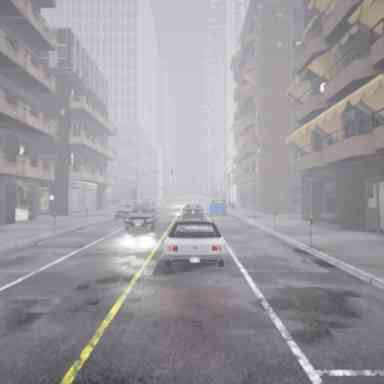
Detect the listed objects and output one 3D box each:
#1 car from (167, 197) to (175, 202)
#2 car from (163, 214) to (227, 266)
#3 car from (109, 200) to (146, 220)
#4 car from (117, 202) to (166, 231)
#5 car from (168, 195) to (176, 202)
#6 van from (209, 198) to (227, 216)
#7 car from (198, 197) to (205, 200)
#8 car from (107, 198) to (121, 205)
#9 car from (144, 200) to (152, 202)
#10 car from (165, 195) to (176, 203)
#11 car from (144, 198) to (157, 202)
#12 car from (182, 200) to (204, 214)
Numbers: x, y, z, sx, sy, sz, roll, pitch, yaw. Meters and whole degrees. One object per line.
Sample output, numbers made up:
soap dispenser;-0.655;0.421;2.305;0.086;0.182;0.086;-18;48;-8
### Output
car;-5.683;2.103;89.586;1.802;1.307;4.206;1;0;0
car;0.090;1.671;11.756;1.895;1.301;4.718;0;0;0
car;-5.645;1.723;29.324;2.008;1.369;4.403;1;0;0
car;-3.101;1.618;21.561;2.128;1.511;4.902;0;0;0
car;-5.678;1.868;95.163;2.192;1.841;5.009;1;0;0
van;2.706;1.545;34.919;1.690;1.788;3.998;1;0;0
car;2.697;2.135;95.223;1.802;1.307;4.206;1;0;0
car;-16.496;1.898;68.591;4.097;1.590;1.967;0;-2;0
car;-5.646;1.786;34.865;1.802;1.307;4.206;1;0;0
car;-5.680;1.929;84.012;1.967;1.590;4.097;1;0;0
car;-5.646;1.802;40.404;1.947;1.339;4.313;1;0;0
car;0.096;1.721;29.723;2.033;1.411;5.357;0;0;0
